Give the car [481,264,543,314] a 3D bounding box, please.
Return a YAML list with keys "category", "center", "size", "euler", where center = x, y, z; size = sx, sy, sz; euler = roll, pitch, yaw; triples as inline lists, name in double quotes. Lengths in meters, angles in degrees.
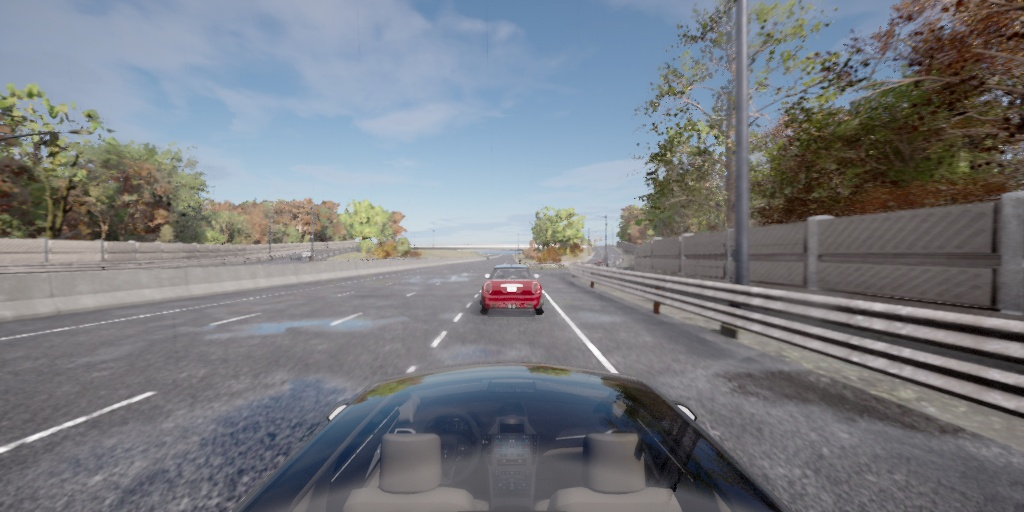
- category: "car"
  center: [-0.005, 1.102, 13.851]
  size: [2.097, 1.767, 4.553]
  euler: [0, 0, 0]
